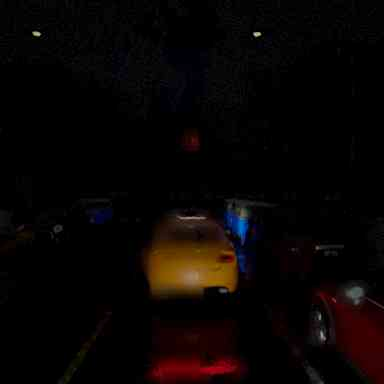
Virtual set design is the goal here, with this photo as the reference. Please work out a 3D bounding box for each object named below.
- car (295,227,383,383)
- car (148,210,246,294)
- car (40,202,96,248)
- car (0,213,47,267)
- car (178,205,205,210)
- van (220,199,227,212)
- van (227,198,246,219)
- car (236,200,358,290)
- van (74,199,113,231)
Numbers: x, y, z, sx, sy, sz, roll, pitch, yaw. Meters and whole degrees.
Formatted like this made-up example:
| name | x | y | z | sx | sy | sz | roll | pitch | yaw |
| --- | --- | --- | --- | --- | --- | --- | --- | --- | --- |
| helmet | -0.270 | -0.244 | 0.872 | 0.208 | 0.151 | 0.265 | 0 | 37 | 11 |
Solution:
| name | x | y | z | sx | sy | sz | roll | pitch | yaw |
| --- | --- | --- | --- | --- | --- | --- | --- | --- | --- |
| car | 2.748 | 1.431 | 3.491 | 1.967 | 1.590 | 4.097 | 0 | 0 | 0 |
| car | 0.044 | 1.456 | 8.758 | 1.882 | 1.535 | 5.008 | 0 | 0 | 0 |
| car | -5.828 | 1.405 | 14.326 | 1.967 | 1.590 | 4.097 | 0 | 0 | 0 |
| car | -5.801 | 1.503 | 8.719 | 1.752 | 1.417 | 4.829 | 0 | 0 | 0 |
| car | -0.037 | 1.448 | 18.260 | 2.128 | 1.511 | 4.902 | 0 | 0 | 0 |
| van | 2.672 | 1.294 | 19.803 | 1.690 | 1.788 | 3.998 | 0 | 0 | 0 |
| van | 2.697 | 1.306 | 14.366 | 1.690 | 1.788 | 3.998 | 0 | 0 | 0 |
| car | 2.723 | 1.293 | 8.928 | 2.192 | 1.841 | 5.009 | 0 | 0 | 0 |
| van | -5.853 | 1.293 | 19.764 | 1.690 | 1.788 | 3.998 | 0 | 0 | 0 |
